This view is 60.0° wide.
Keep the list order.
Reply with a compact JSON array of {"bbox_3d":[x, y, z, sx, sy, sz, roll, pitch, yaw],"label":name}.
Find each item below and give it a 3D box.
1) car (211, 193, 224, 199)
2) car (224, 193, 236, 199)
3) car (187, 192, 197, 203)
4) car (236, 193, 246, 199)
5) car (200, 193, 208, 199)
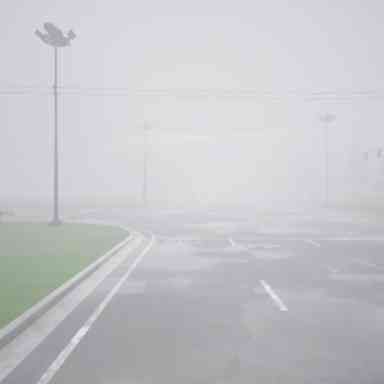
[{"bbox_3d":[7.010,1.247,93.458,2.033,1.411,5.357,0,0,0],"label":"car"},{"bbox_3d":[10.510,1.231,93.649,1.812,1.442,4.674,0,0,0],"label":"car"},{"bbox_3d":[0.007,1.278,63.692,1.882,1.535,5.008,0,0,0],"label":"car"},{"bbox_3d":[14.010,1.248,93.382,2.033,1.411,5.357,0,0,0],"label":"car"},{"bbox_3d":[3.510,1.258,94.095,1.994,1.385,4.181,0,0,0],"label":"car"}]
